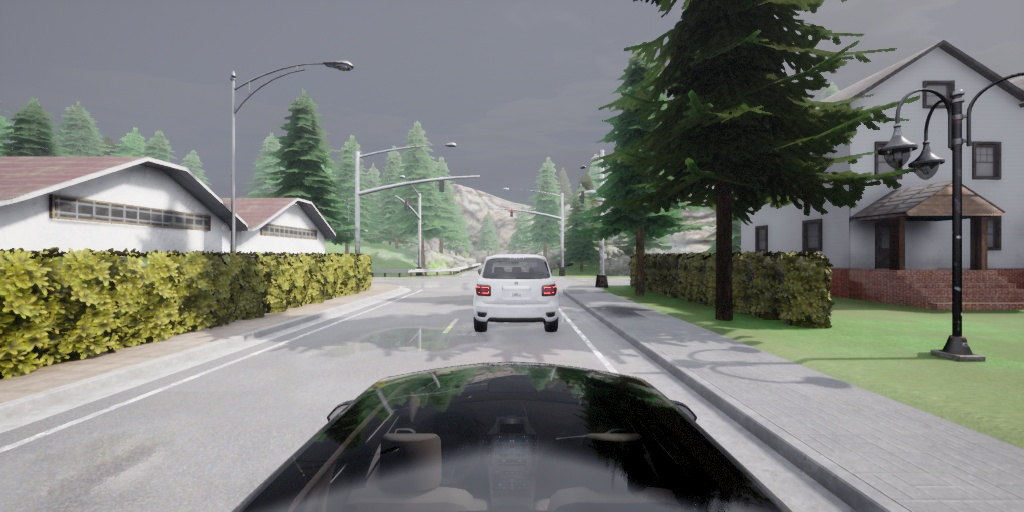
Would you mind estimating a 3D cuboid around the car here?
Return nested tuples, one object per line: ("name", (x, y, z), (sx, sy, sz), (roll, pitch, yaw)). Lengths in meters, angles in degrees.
("car", (0.104, 0.971, 10.964), (2.150, 2.045, 5.566), (0, 0, 0))
